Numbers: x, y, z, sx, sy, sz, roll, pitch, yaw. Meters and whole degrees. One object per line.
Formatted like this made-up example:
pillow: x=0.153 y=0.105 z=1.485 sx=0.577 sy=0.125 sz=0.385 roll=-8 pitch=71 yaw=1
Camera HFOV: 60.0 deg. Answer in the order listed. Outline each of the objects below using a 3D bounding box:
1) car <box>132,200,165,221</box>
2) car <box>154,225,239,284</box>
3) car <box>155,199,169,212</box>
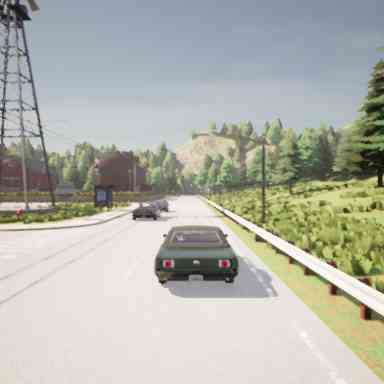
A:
car: x=-3.593 y=1.540 z=26.910 sx=1.895 sy=1.301 sz=4.718 roll=0 pitch=0 yaw=0
car: x=0.097 y=1.579 z=9.438 sx=1.895 sy=1.301 sz=4.718 roll=0 pitch=0 yaw=0
car: x=-3.562 y=1.481 z=36.517 sx=1.994 sy=1.385 sz=4.181 roll=0 pitch=0 yaw=0
